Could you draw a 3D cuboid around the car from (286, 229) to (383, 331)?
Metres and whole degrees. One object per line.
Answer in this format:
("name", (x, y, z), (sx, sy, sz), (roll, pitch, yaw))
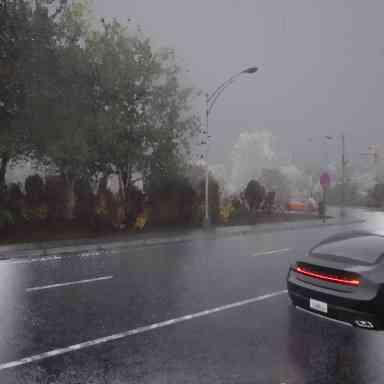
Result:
("car", (3.923, 1.505, 6.537), (4.892, 1.490, 1.837), (0, 0, -35))

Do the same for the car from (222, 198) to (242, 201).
("car", (5.815, 1.491, 47.647), (1.837, 1.490, 4.892), (0, 1, -32))

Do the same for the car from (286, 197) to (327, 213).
("car", (12.594, 1.352, 36.887), (2.097, 1.767, 4.553), (0, 0, -32))
